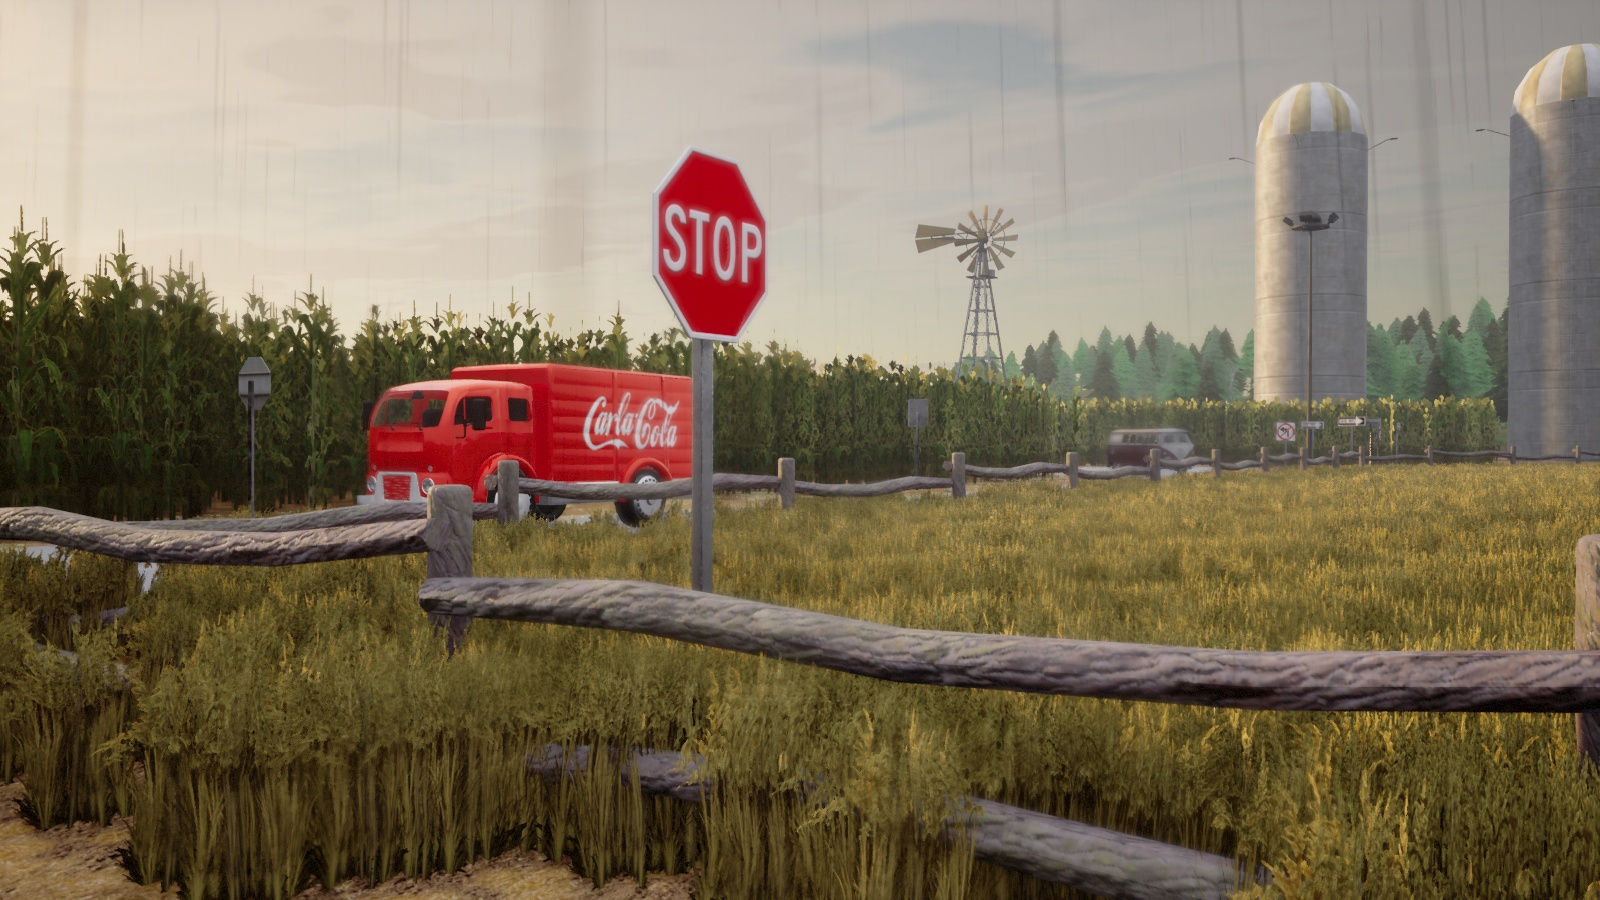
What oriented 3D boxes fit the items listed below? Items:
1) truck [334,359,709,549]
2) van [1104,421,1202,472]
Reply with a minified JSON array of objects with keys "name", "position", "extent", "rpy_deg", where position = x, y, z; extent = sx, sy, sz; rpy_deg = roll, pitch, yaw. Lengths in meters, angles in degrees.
[{"name":"truck","position":[-4.044,0.040,19.206],"extent":[2.627,2.467,5.204],"rpy_deg":[-1,0,34]},{"name":"van","position":[14.500,-0.155,51.858],"extent":[1.775,1.987,4.442],"rpy_deg":[-1,0,-17]}]
